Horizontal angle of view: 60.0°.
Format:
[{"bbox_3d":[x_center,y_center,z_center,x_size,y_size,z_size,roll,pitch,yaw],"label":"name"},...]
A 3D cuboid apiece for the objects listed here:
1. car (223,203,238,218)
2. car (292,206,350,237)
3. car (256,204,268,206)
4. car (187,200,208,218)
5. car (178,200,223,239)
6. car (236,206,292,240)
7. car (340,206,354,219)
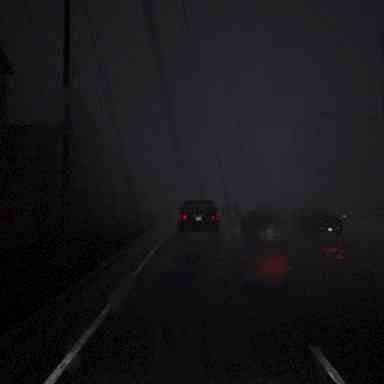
[{"bbox_3d":[4.115,1.921,35.698,2.128,1.511,4.902,0,-1,1],"label":"car"},{"bbox_3d":[7.383,1.769,20.105,1.837,1.490,4.892,0,-1,1],"label":"car"},{"bbox_3d":[7.622,2.014,36.197,1.994,1.385,4.181,0,-1,1],"label":"car"},{"bbox_3d":[0.611,1.764,35.489,2.097,1.767,4.553,0,-1,1],"label":"car"},{"bbox_3d":[0.367,1.443,18.978,2.150,2.045,5.566,0,-1,1],"label":"car"},{"bbox_3d":[3.861,1.737,18.623,1.837,1.490,4.892,0,-1,1],"label":"car"},{"bbox_3d":[14.589,2.055,33.979,1.895,1.301,4.718,0,-1,1],"label":"car"}]
